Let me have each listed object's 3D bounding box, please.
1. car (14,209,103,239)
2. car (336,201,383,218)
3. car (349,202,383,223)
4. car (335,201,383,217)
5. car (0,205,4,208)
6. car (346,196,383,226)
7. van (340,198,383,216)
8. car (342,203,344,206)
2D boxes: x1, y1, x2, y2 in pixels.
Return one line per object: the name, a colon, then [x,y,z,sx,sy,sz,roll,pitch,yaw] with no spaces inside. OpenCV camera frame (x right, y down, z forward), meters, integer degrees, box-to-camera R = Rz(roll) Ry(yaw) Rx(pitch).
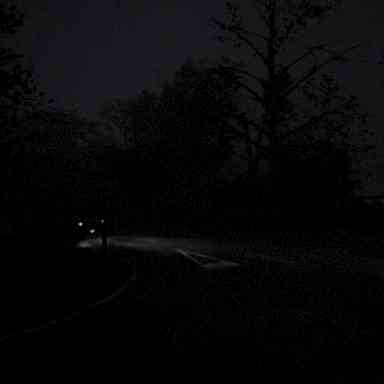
car: [-6.716,1.551,16.904,4.718,1.301,1.895,0,0,26]
car: [17.730,1.777,33.990,5.366,1.575,1.946,0,-1,20]
car: [15.053,1.613,25.912,4.892,1.521,2.231,0,-1,19]
car: [18.628,1.845,36.494,5.366,1.575,1.946,0,-2,20]
car: [-26.033,1.509,41.642,1.882,1.535,5.008,0,-1,20]
car: [14.187,1.321,23.391,5.566,2.045,2.435,0,-1,19]
van: [19.858,1.700,39.027,4.442,1.987,1.878,0,-2,20]
car: [16.006,1.406,28.541,5.566,2.045,2.435,0,-1,19]
